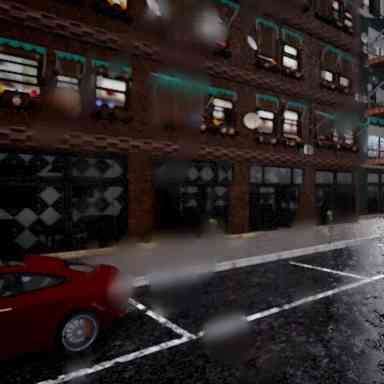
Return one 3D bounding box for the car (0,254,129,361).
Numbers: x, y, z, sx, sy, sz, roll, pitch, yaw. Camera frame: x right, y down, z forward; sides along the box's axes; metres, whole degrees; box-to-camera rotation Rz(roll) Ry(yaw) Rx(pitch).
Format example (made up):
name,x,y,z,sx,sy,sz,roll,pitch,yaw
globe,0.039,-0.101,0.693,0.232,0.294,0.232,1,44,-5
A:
name,x,y,z,sx,sy,sz,roll,pitch,yaw
car,-2.935,1.581,4.516,4.206,1.307,1.802,-1,1,-35
